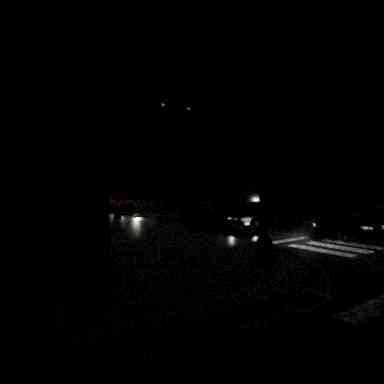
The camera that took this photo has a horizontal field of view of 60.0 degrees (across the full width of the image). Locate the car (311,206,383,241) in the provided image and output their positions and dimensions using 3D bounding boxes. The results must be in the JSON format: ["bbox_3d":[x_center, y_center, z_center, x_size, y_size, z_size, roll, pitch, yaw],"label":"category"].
[{"bbox_3d":[7.739,1.282,13.501,5.357,1.411,2.033,1,2,26],"label":"car"}]

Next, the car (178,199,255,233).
[{"bbox_3d":[1.153,1.160,17.378,2.128,1.511,4.902,-1,2,-35],"label":"car"}]

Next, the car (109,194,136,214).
[{"bbox_3d":[-6.436,0.933,28.214,1.882,1.535,5.008,-1,2,-35],"label":"car"}]
